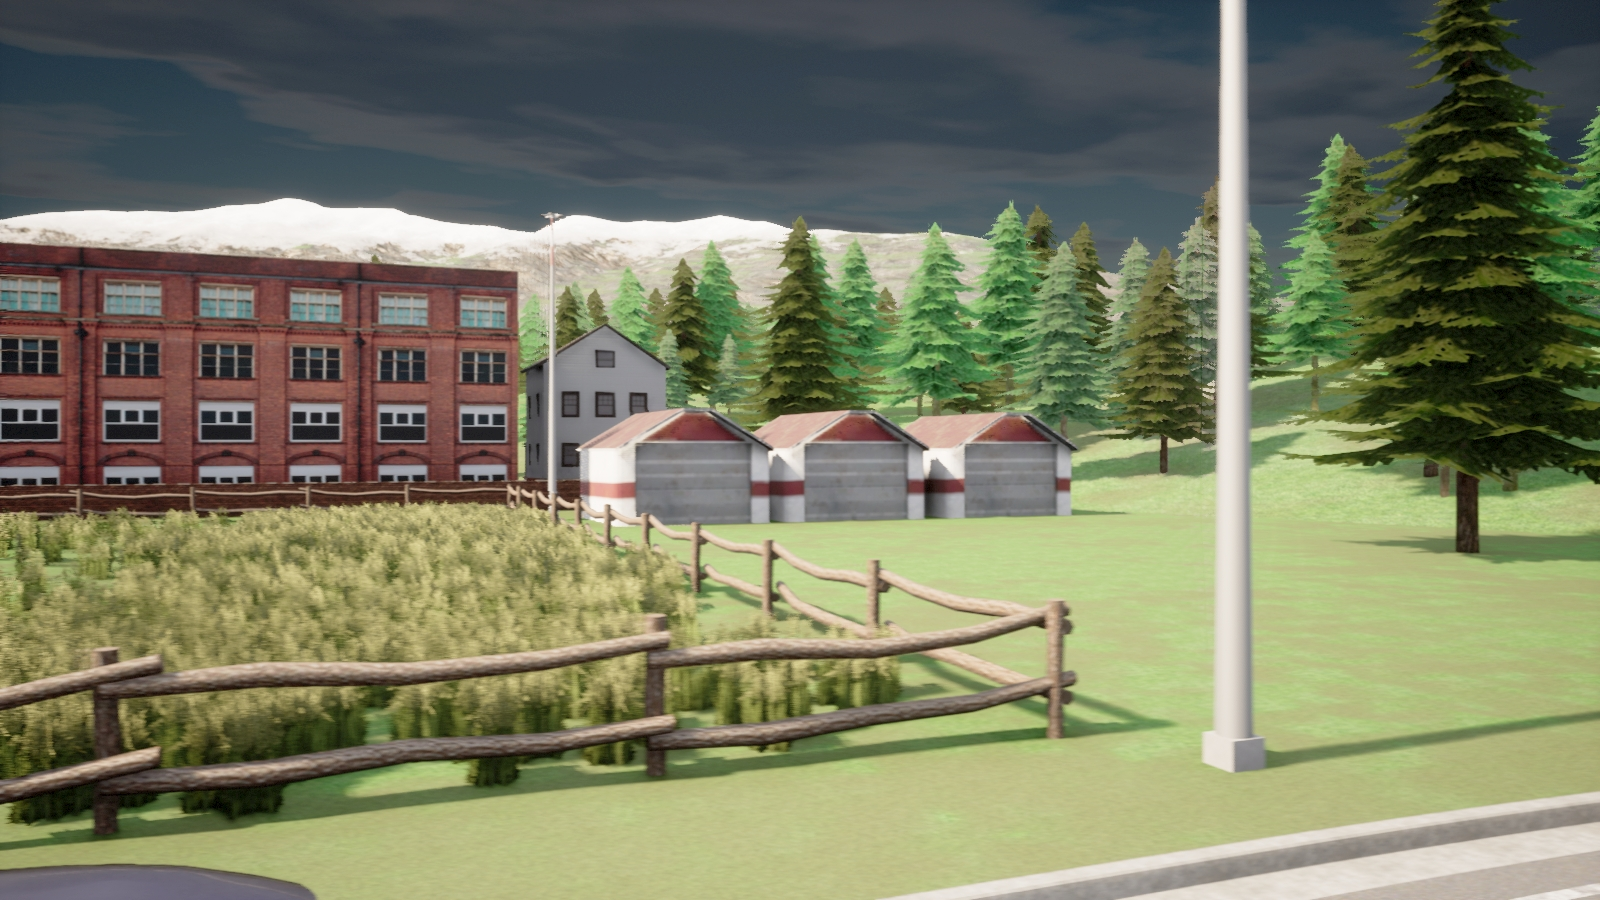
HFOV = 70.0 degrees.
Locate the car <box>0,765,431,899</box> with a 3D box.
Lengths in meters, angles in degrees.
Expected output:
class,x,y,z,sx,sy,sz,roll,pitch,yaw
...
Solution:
class,x,y,z,sx,sy,sz,roll,pitch,yaw
car,-3.152,1.968,2.233,4.611,1.667,2.242,0,0,-21
